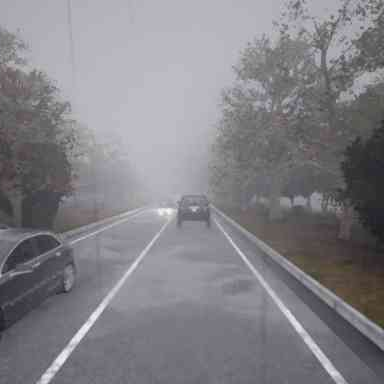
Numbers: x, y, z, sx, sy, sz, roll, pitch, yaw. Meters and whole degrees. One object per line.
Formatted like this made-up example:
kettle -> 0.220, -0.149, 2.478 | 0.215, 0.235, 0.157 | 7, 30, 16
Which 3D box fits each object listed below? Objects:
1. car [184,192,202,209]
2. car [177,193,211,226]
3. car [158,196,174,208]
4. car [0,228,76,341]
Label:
car -> 0.134, 1.086, 43.821 | 2.150, 2.045, 5.566 | 0, 1, 0
car -> 0.127, 1.162, 22.718 | 2.150, 2.045, 5.566 | 0, 0, 0
car -> -3.514, 1.344, 45.404 | 2.128, 1.511, 4.902 | 0, 0, 1
car -> -3.591, 1.489, 5.877 | 1.837, 1.490, 4.892 | 0, 0, 0
